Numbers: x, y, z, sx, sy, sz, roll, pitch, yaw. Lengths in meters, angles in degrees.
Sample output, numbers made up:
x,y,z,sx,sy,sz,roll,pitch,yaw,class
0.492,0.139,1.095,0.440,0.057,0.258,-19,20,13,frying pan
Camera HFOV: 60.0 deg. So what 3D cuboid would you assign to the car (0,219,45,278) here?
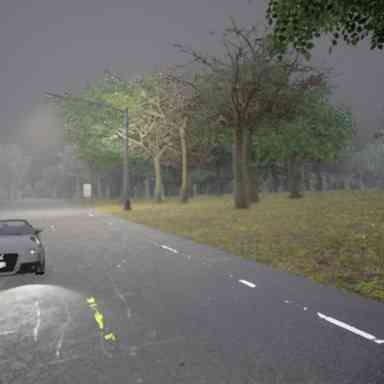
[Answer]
x,y,z,sx,sy,sz,roll,pitch,yaw,class
-5.314,1.482,9.465,1.994,1.385,4.181,-1,1,-26,car
